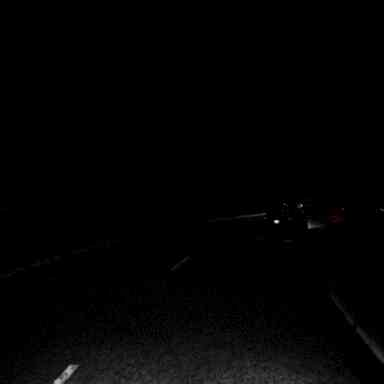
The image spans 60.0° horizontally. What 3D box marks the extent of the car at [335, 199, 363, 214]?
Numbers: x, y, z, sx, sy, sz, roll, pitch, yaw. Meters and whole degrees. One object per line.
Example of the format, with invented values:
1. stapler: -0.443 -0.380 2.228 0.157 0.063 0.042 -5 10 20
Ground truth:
1. car: 15.733 1.418 33.219 2.128 1.511 4.902 0 0 38

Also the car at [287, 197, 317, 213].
1. car: 10.607 1.288 32.825 2.097 1.767 4.553 0 0 39

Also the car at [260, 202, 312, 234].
1. car: 5.299 1.501 18.909 1.994 1.385 4.181 0 0 28
